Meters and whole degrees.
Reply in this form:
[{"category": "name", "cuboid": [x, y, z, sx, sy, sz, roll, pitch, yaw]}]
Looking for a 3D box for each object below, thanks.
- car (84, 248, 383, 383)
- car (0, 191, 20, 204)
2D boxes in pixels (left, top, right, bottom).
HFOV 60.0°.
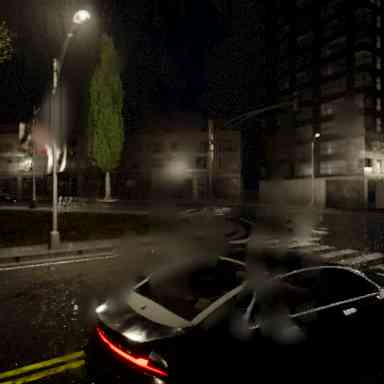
[{"category": "car", "cuboid": [1.170, 1.499, 4.272, 4.892, 1.490, 1.837, 0, 0, -35]}, {"category": "car", "cuboid": [-19.858, 0.451, 32.893, 5.357, 1.411, 2.033, 1, 0, 11]}]
